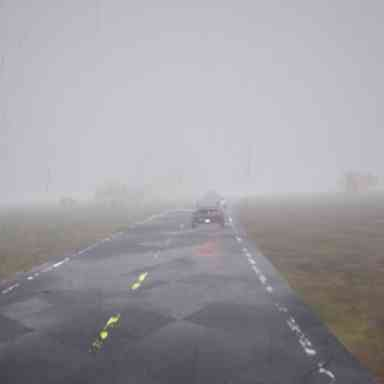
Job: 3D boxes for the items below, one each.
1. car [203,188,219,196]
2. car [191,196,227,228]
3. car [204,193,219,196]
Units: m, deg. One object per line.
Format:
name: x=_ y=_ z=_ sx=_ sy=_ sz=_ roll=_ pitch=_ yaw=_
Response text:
car: x=3.426 y=0.405 z=58.021 sx=2.150 sy=2.045 sz=5.566 roll=-2 pitch=1 yaw=12
car: x=1.011 y=1.235 z=19.980 sx=1.837 sy=1.490 sz=4.892 roll=-2 pitch=1 yaw=5
car: x=2.648 y=1.089 z=35.525 sx=1.895 sy=1.301 sz=4.718 roll=-2 pitch=1 yaw=8
